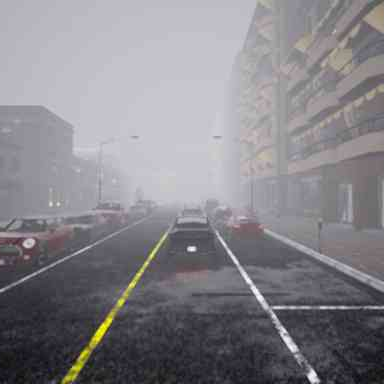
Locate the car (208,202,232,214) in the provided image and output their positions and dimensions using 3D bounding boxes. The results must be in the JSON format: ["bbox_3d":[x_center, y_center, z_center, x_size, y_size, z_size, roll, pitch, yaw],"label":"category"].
[{"bbox_3d":[2.688,1.861,28.933,1.887,1.381,4.507,1,-1,0],"label":"car"}]

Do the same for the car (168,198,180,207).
[{"bbox_3d":[-3.045,2.265,65.415,2.033,1.411,5.357,0,-1,0],"label":"car"}]

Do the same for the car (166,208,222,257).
[{"bbox_3d":[0.015,1.655,13.509,1.837,1.490,4.892,0,0,1],"label":"car"}]

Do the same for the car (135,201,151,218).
[{"bbox_3d":[-5.703,1.959,34.554,1.802,1.307,4.206,1,-1,0],"label":"car"}]

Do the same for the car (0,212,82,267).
[{"bbox_3d":[-5.681,1.570,11.810,1.967,1.590,4.097,1,-1,0],"label":"car"}]

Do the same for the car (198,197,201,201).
[{"bbox_3d":[2.661,2.435,80.109,2.008,1.369,4.403,1,-1,0],"label":"car"}]

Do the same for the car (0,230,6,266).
[{"bbox_3d":[-5.681,1.634,6.123,1.947,1.339,4.313,1,-1,0],"label":"car"}]

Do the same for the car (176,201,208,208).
[{"bbox_3d":[0.008,1.804,28.513,2.128,1.511,4.902,0,0,1],"label":"car"}]

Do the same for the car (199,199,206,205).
[{"bbox_3d":[2.659,2.476,85.965,1.752,1.417,4.829,1,-1,0],"label":"car"}]

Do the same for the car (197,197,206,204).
[{"bbox_3d":[2.659,2.328,91.485,2.192,1.841,5.009,1,-1,0],"label":"car"}]

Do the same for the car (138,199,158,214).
[{"bbox_3d":[-5.680,1.755,40.243,2.192,1.841,5.009,1,-1,0],"label":"car"}]

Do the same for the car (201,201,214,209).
[{"bbox_3d":[2.673,2.195,57.364,1.947,1.339,4.313,1,-1,0],"label":"car"}]

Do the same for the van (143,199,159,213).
[{"bbox_3d":[-5.667,1.843,45.929,1.690,1.788,3.998,1,-1,0],"label":"van"}]

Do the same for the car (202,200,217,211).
[{"bbox_3d":[2.678,2.006,51.679,1.967,1.590,4.097,1,-1,0],"label":"car"}]

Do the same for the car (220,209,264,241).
[{"bbox_3d":[2.693,1.774,17.559,1.802,1.307,4.206,1,-1,0],"label":"car"}]

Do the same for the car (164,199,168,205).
[{"bbox_3d":[-5.685,2.407,79.877,1.752,1.417,4.829,1,-1,0],"label":"car"}]

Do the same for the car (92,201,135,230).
[{"bbox_3d":[-5.684,1.568,23.184,2.192,1.841,5.009,1,-1,0],"label":"car"}]

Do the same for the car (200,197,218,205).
[{"bbox_3d":[2.683,1.818,45.994,2.192,1.841,5.009,1,-1,0],"label":"car"}]

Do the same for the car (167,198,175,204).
[{"bbox_3d":[-5.689,2.453,91.419,1.967,1.590,4.097,1,-1,0],"label":"car"}]

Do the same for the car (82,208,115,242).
[{"bbox_3d":[-5.686,1.757,17.495,1.947,1.339,4.313,1,-1,0],"label":"car"}]
